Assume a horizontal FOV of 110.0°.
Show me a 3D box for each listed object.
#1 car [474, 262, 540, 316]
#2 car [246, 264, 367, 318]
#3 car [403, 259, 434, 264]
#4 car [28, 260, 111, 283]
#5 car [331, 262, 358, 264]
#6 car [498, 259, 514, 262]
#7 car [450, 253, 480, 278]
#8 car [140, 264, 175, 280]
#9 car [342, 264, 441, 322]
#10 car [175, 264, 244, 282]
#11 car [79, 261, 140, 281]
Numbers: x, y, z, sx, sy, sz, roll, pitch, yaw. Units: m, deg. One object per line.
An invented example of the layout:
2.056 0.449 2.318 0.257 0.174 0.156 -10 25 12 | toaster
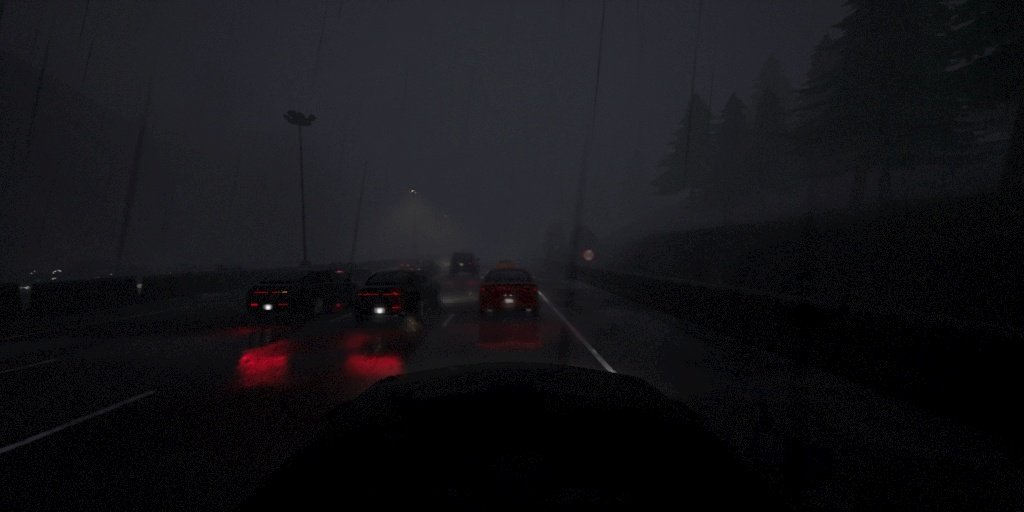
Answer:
-0.127 1.139 12.895 1.882 1.535 5.008 0 0 -1 | car
-7.126 1.208 12.802 1.837 1.490 4.892 0 0 -1 | car
-7.546 1.100 31.466 2.033 1.411 5.357 0 1 -1 | car
-32.047 1.092 26.451 2.097 1.767 4.553 0 1 -1 | car
-10.871 1.131 23.652 2.128 1.511 4.902 0 0 -1 | car
-0.561 0.983 32.193 1.882 1.535 5.008 0 1 -1 | car
-4.039 0.757 31.115 2.150 2.045 5.566 0 1 -1 | car
-25.057 1.273 27.326 1.994 1.385 4.181 0 0 -1 | car
-3.608 1.194 12.033 1.837 1.490 4.892 0 0 -1 | car
-21.544 1.281 26.428 1.895 1.301 4.718 0 0 -1 | car
-28.546 1.284 26.680 1.994 1.385 4.181 0 0 -1 | car
